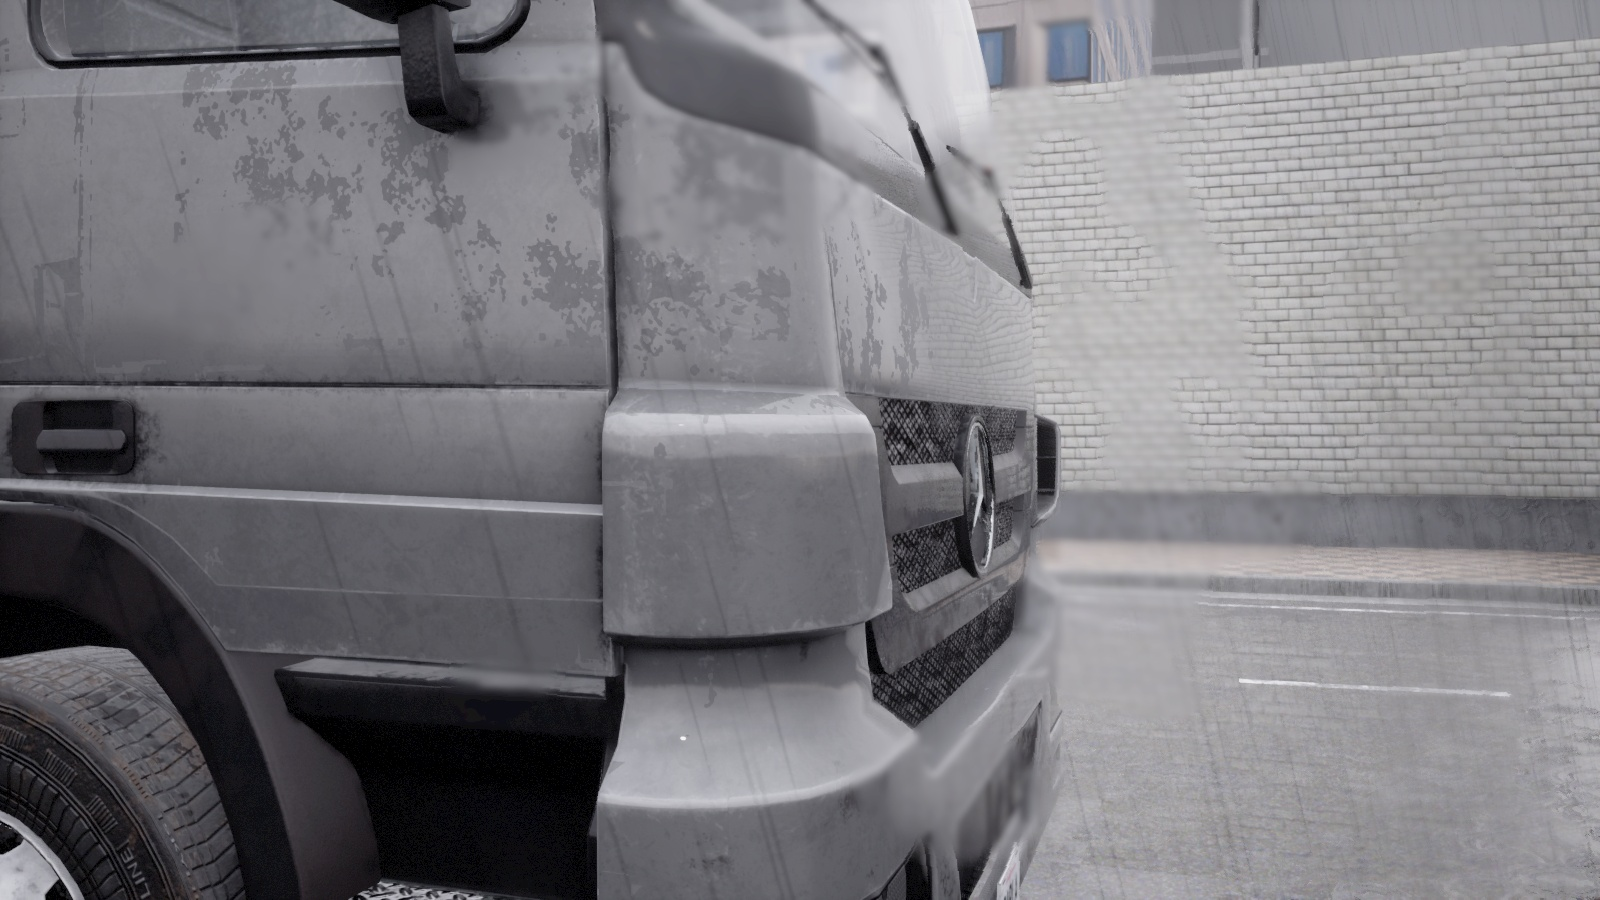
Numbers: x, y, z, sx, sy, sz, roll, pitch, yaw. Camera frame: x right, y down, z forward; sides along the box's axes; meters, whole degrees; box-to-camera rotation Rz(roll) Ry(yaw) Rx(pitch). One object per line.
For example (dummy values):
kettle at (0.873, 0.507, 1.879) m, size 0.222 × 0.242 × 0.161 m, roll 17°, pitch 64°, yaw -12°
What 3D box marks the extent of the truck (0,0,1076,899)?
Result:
truck at (-3.267, -0.236, 4.278) m, size 7.936 × 3.462 × 2.891 m, roll 1°, pitch 1°, yaw 19°
